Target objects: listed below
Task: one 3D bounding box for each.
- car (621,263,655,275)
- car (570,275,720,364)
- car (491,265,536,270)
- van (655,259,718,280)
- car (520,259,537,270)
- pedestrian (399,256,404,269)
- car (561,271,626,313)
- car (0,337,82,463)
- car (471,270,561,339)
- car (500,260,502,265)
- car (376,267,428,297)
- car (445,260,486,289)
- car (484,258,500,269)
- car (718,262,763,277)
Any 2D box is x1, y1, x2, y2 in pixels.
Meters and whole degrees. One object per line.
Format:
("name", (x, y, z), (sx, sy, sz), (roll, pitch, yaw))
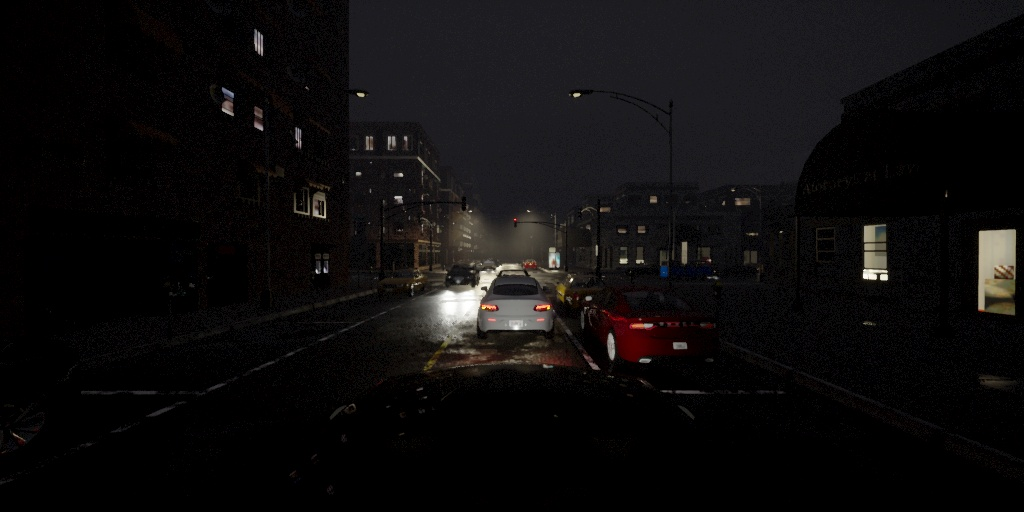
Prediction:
("car", (13.424, 1.380, 35.902), (4.718, 1.301, 1.895), (0, 0, -1))
("car", (2.678, 1.295, 7.938), (1.888, 1.381, 4.507), (0, 0, 0))
("car", (0.077, 1.353, 19.063), (1.895, 1.301, 4.718), (0, 0, 0))
("van", (14.601, 1.163, 30.125), (3.998, 1.789, 1.690), (0, 0, -1))
("car", (2.594, 1.211, 51.803), (1.967, 1.591, 4.097), (0, 0, 0))
("pedestrian", (-12.707, 0.829, 41.188), (0.375, 1.860, 0.375), (0, 0, -1))
("car", (2.667, 1.276, 13.805), (1.751, 1.417, 4.829), (0, 0, 0))
("car", (-5.692, 1.316, 2.231), (1.948, 1.339, 4.313), (0, 0, 0))
("car", (0.084, 1.276, 9.952), (1.812, 1.442, 4.674), (0, 0, 0))
("car", (-3.192, 1.310, 61.430), (1.812, 1.442, 4.674), (0, 1, 0))
("car", (-5.725, 1.277, 19.150), (1.751, 1.417, 4.829), (0, 0, 0))
("car", (-3.142, 1.244, 23.431), (2.128, 1.511, 4.902), (0, 0, 0))
("car", (-3.193, 1.318, 50.827), (2.033, 1.411, 5.357), (0, 0, 0))
("car", (22.343, 1.367, 35.982), (4.181, 1.385, 1.994), (0, 0, 0))
